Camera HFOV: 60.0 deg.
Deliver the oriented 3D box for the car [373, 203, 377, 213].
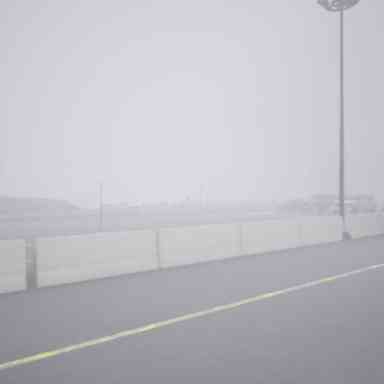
[{"bbox_3d":[15.849,1.192,32.485,5.566,2.045,2.150,1,0,-35],"label":"car"}]
